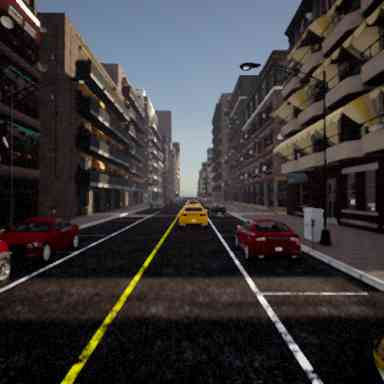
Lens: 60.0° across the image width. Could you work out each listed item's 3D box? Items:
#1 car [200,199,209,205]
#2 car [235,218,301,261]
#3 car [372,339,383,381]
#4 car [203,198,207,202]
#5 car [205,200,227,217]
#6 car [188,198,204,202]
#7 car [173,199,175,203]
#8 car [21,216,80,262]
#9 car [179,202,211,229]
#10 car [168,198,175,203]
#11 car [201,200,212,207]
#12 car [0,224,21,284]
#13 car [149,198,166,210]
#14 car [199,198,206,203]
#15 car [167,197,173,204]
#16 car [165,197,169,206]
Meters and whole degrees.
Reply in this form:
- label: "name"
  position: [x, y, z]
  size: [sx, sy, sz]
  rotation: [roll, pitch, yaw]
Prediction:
- label: "car"
  position: [2.755, 2.249, 74.571]
  size: [1.802, 1.307, 4.206]
  rotation: [0, -1, 0]
- label: "car"
  position: [2.702, 1.660, 12.576]
  size: [1.887, 1.381, 4.507]
  rotation: [0, -1, 0]
- label: "car"
  position: [2.692, 1.540, 1.474]
  size: [1.752, 1.417, 4.829]
  rotation: [0, -1, 0]
- label: "car"
  position: [2.741, 2.044, 57.834]
  size: [1.752, 1.417, 4.829]
  rotation: [0, -1, 0]
- label: "car"
  position: [2.721, 1.868, 35.119]
  size: [2.008, 1.369, 4.403]
  rotation: [0, -1, 0]
- label: "car"
  position: [0.135, 1.855, 41.895]
  size: [1.882, 1.535, 5.008]
  rotation: [0, -1, 0]
- label: "car"
  position: [-5.620, 2.032, 80.222]
  size: [2.192, 1.841, 5.009]
  rotation: [0, -1, 0]
- label: "car"
  position: [-5.679, 1.659, 12.588]
  size: [1.887, 1.381, 4.507]
  rotation: [0, -1, 0]
- label: "car"
  position: [0.118, 1.692, 23.634]
  size: [1.882, 1.535, 5.008]
  rotation: [0, -1, 0]
- label: "car"
  position: [-5.611, 2.341, 91.321]
  size: [1.752, 1.417, 4.829]
  rotation: [0, -1, 0]
- label: "car"
  position: [2.745, 2.133, 63.299]
  size: [1.947, 1.339, 4.313]
  rotation: [0, -1, 0]
- label: "car"
  position: [-5.683, 1.504, 6.951]
  size: [1.967, 1.590, 4.097]
  rotation: [0, -1, 0]
- label: "car"
  position: [-5.645, 2.018, 52.038]
  size: [2.008, 1.369, 4.403]
  rotation: [0, -1, 0]
- label: "car"
  position: [2.770, 2.399, 91.480]
  size: [1.802, 1.307, 4.206]
  rotation: [0, -1, 0]
- label: "car"
  position: [-5.630, 2.162, 68.947]
  size: [1.887, 1.381, 4.507]
  rotation: [0, -1, 0]
- label: "car"
  position: [-5.640, 2.068, 57.675]
  size: [2.008, 1.369, 4.403]
  rotation: [0, -1, 0]
